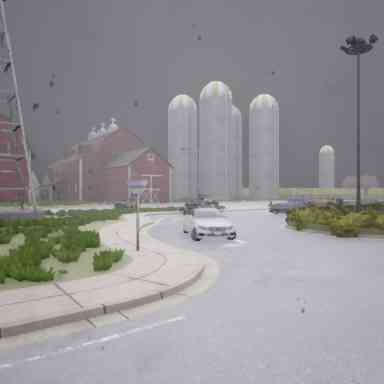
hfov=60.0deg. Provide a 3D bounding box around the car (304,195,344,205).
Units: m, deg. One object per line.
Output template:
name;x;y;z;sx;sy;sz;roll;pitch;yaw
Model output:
car;18.336;1.310;45.759;1.932;1.855;4.605;0;0;-37

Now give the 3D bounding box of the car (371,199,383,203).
car;25.997;1.568;44.393;5.357;1.411;2.033;0;0;-17

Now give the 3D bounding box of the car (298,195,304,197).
car;21.456;1.480;64.796;2.242;1.667;4.611;0;0;-37

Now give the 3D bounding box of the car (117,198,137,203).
car;-8.183;1.506;41.508;1.816;1.474;4.193;0;0;-37

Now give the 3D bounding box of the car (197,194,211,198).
car;2.199;1.313;50.129;1.905;1.878;3.866;0;0;-37

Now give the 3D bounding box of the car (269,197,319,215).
car;9.983;1.547;33.125;5.357;1.411;2.033;0;0;-37

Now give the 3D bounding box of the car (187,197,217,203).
car;0.561;1.521;31.996;1.784;1.438;3.905;0;0;-37

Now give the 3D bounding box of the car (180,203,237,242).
car;0.691;1.526;16.766;1.812;1.442;4.674;0;0;-11
